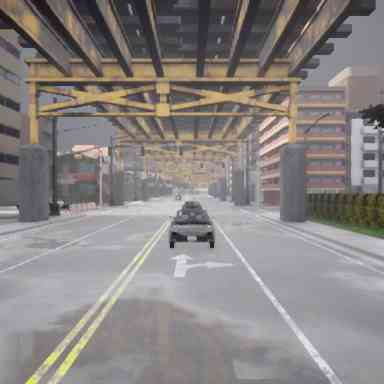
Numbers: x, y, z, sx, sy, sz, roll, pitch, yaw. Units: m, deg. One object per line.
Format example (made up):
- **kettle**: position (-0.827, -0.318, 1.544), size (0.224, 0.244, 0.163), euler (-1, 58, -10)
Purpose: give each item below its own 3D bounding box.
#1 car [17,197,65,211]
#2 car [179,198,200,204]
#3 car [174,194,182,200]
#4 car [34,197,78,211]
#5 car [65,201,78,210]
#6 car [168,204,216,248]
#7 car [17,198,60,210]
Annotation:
- **car**: position (-17.088, 1.449, 37.103), size (4.974, 1.542, 2.038), euler (0, 0, 25)
- **car**: position (0.000, 1.514, 29.650), size (1.837, 1.490, 4.892), euler (0, 0, 0)
- **car**: position (-3.500, 1.391, 85.240), size (2.128, 1.511, 4.902), euler (0, 0, 0)
- **car**: position (-16.762, 1.449, 41.261), size (4.974, 1.542, 2.038), euler (0, 0, -20)
- **car**: position (-16.811, 1.291, 41.243), size (4.536, 1.218, 1.853), euler (0, 0, -20)
- **car**: position (0.000, 1.492, 14.650), size (2.128, 1.511, 4.902), euler (0, 0, 0)
- **car**: position (-17.136, 1.291, 37.124), size (4.536, 1.218, 1.853), euler (0, 0, 25)
